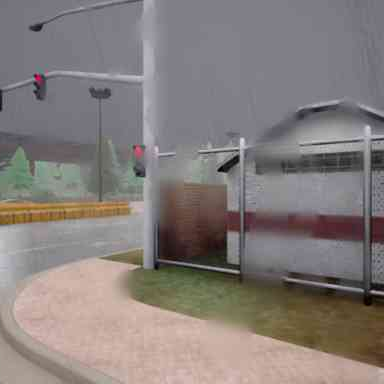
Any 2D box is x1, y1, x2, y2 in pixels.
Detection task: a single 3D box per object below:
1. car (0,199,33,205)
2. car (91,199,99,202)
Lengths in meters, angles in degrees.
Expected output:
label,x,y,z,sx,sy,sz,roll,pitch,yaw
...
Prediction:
label,x,y,z,sx,sy,sz,roll,pitch,yaw
car,-19.219,1.472,34.832,1.882,1.535,5.008,0,0,34
car,-11.961,1.487,45.676,2.128,1.511,4.902,0,0,34
